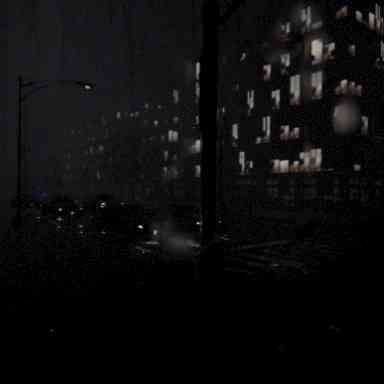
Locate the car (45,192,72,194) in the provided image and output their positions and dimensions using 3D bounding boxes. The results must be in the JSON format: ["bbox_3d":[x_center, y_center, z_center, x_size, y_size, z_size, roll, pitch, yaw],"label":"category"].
[{"bbox_3d":[-13.334,0.939,33.818,1.895,1.301,4.718,1,1,-39],"label":"car"}]

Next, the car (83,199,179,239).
[{"bbox_3d":[-3.210,1.315,16.322,2.033,1.411,5.357,1,1,-39],"label":"car"}]

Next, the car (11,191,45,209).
[{"bbox_3d":[-15.722,0.870,31.604,1.994,1.385,4.181,1,1,-39],"label":"car"}]

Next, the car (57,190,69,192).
[{"bbox_3d":[-20.989,0.431,53.784,2.128,1.511,4.902,1,1,-39],"label":"car"}]

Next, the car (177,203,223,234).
[{"bbox_3d":[-0.645,1.353,18.371,2.033,1.411,5.357,1,1,-37],"label":"car"}]

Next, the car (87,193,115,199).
[{"bbox_3d":[-6.982,0.925,26.050,2.097,1.767,4.553,1,1,-39],"label":"car"}]

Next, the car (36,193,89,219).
[{"bbox_3d":[-9.370,1.066,23.828,1.812,1.442,4.674,1,1,-39],"label":"car"}]

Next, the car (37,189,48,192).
[{"bbox_3d":[-28.499,0.186,62.991,1.812,1.442,4.674,1,1,-39],"label":"car"}]
